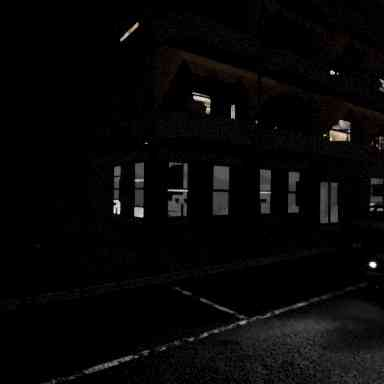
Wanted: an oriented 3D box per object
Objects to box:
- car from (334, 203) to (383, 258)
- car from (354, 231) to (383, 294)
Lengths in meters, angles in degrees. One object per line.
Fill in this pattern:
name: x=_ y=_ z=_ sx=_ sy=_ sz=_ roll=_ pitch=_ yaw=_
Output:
car: x=7.072 y=1.319 z=11.583 sx=5.009 sy=1.841 sz=2.192 roll=0 pitch=1 yaw=-35
car: x=5.951 y=1.603 z=7.622 sx=4.718 sy=1.301 sz=1.895 roll=0 pitch=0 yaw=-35
